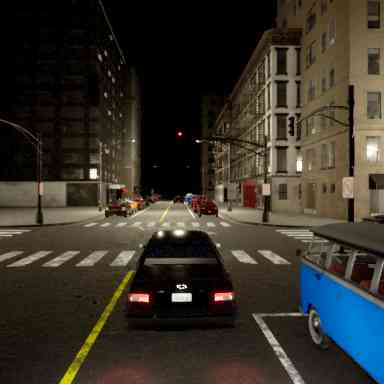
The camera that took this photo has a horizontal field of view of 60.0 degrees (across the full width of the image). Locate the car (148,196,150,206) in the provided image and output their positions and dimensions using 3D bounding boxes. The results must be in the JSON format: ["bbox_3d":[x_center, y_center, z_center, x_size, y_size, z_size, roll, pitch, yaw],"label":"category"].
[{"bbox_3d":[-7.319,1.525,46.245,1.752,1.417,4.829,0,0,-2],"label":"car"}]

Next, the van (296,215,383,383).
[{"bbox_3d":[2.537,1.341,3.689,1.690,1.788,3.998,0,0,-2],"label":"van"}]

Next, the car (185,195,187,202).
[{"bbox_3d":[0.229,1.562,57.567,1.947,1.339,4.313,0,0,-2],"label":"car"}]

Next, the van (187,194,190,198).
[{"bbox_3d":[0.461,1.339,52.163,1.690,1.788,3.998,0,0,-2],"label":"van"}]

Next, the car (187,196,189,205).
[{"bbox_3d":[0.692,1.544,46.758,1.887,1.381,4.507,0,0,-2],"label":"car"}]

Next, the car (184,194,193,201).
[{"bbox_3d":[-0.928,1.427,84.589,1.967,1.590,4.097,0,0,-2],"label":"car"}]

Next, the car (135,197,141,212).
[{"bbox_3d":[-6.856,1.526,35.435,1.752,1.417,4.829,0,0,-2],"label":"car"}]

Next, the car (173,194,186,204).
[{"bbox_3d":[-2.480,1.521,61.340,1.812,1.442,4.674,0,0,-3],"label":"car"}]

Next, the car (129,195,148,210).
[{"bbox_3d":[-7.094,1.315,41.010,2.192,1.841,5.009,0,0,-2],"label":"car"}]

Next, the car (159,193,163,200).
[{"bbox_3d":[-8.715,1.304,78.842,2.192,1.841,5.009,0,0,-2],"label":"car"}]

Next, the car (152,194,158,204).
[{"bbox_3d":[-8.020,1.545,62.629,2.008,1.369,4.403,0,0,-2],"label":"car"}]

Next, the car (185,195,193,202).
[{"bbox_3d":[-0.704,1.514,79.355,1.752,1.417,4.829,0,0,-2],"label":"car"}]

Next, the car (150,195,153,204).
[{"bbox_3d":[-7.557,1.564,51.819,1.947,1.339,4.313,0,0,-2],"label":"car"}]

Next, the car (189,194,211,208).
[{"bbox_3d":[1.155,1.315,35.949,2.192,1.841,5.009,0,0,-2],"label":"car"}]

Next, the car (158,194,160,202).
[{"bbox_3d":[-8.252,1.558,68.033,1.947,1.339,4.313,0,0,-2],"label":"car"}]

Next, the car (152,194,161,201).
[{"bbox_3d":[-8.946,1.427,84.246,1.967,1.590,4.097,0,0,-2],"label":"car"}]

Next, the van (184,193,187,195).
[{"bbox_3d":[-0.465,1.332,73.780,1.690,1.788,3.998,0,0,-2],"label":"van"}]

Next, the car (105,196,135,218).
[{"bbox_3d":[-6.631,1.440,30.201,1.967,1.590,4.097,0,0,-2],"label":"car"}]

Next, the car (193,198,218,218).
[{"bbox_3d":[1.386,1.545,30.544,1.887,1.381,4.507,0,0,-2],"label":"car"}]

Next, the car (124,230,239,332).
[{"bbox_3d":[-0.256,1.547,7.245,2.033,1.411,5.357,0,0,-2],"label":"car"}]
